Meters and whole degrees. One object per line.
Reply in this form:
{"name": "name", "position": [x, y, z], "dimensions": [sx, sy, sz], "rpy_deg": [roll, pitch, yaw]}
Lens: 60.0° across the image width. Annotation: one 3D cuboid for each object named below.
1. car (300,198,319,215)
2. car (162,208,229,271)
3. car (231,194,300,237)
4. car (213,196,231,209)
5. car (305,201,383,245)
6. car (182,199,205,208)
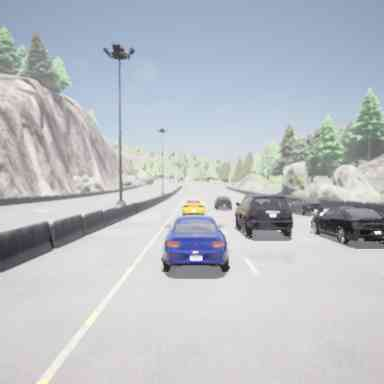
{"name": "car", "position": [10.624, 1.324, 30.929], "dimensions": [1.837, 1.490, 4.892], "rpy_deg": [0, 0, 0]}
{"name": "car", "position": [0.096, 1.466, 10.603], "dimensions": [1.812, 1.442, 4.674], "rpy_deg": [0, 0, 0]}
{"name": "car", "position": [3.613, 1.125, 17.520], "dimensions": [2.150, 2.045, 5.566], "rpy_deg": [0, 0, 0]}
{"name": "car", "position": [3.631, 1.240, 39.796], "dimensions": [1.837, 1.490, 4.892], "rpy_deg": [0, 0, 0]}
{"name": "car", "position": [7.112, 1.393, 15.194], "dimensions": [1.882, 1.535, 5.008], "rpy_deg": [0, 0, 0]}
{"name": "car", "position": [0.122, 1.312, 28.689], "dimensions": [1.882, 1.535, 5.008], "rpy_deg": [0, 0, 0]}
